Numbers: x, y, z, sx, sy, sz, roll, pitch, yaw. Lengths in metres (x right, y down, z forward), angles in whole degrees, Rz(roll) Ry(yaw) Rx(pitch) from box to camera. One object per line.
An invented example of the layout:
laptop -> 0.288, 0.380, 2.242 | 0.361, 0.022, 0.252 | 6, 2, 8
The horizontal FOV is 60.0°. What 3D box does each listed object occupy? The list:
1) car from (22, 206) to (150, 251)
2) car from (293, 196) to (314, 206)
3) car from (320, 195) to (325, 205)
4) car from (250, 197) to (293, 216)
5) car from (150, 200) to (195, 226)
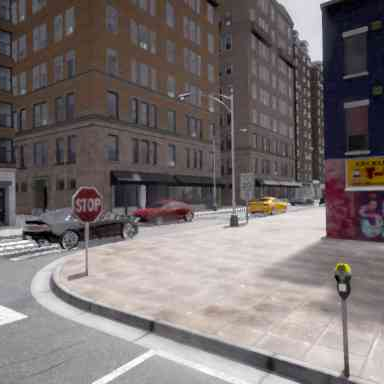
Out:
car -> -4.332, 1.372, 13.676 | 2.128, 1.511, 4.902 | -1, 0, 36
car -> 15.186, 1.213, 45.778 | 2.033, 1.411, 5.357 | -1, 0, 36
car -> 19.421, 1.099, 46.754 | 1.837, 1.490, 4.892 | -1, -1, 36
car -> 6.798, 1.203, 29.177 | 1.882, 1.535, 5.008 | -1, 0, 36
car -> -1.812, 1.342, 22.251 | 1.882, 1.535, 5.008 | -1, 0, 36
